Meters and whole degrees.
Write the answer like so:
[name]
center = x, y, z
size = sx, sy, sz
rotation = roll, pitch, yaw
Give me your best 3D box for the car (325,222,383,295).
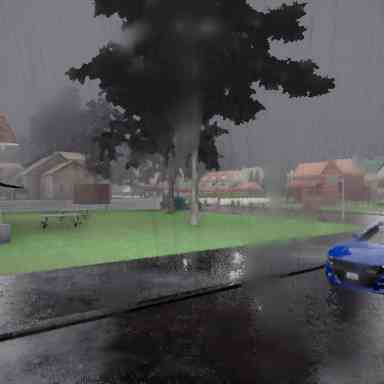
[car]
center = 5.369, 1.477, 8.322
size = 5.008, 1.535, 1.882
rotation = 0, 0, -35
